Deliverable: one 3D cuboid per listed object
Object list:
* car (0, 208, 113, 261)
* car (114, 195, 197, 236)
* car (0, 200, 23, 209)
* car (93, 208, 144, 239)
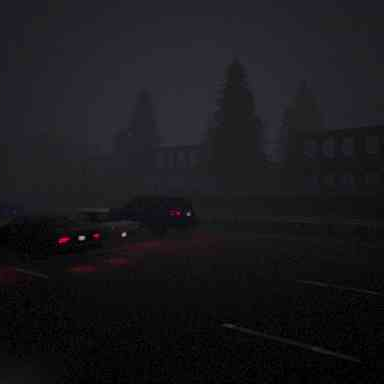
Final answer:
[{"bbox_3d":[-5.591,1.530,12.190,5.357,1.411,2.033,0,0,36],"label":"car"},{"bbox_3d":[-2.344,1.203,18.481,5.566,2.045,2.150,0,0,36],"label":"car"},{"bbox_3d":[-16.420,1.432,28.547,5.008,1.535,1.882,1,0,36],"label":"car"},{"bbox_3d":[-4.785,1.580,15.929,4.718,1.301,1.895,0,0,36],"label":"car"}]
